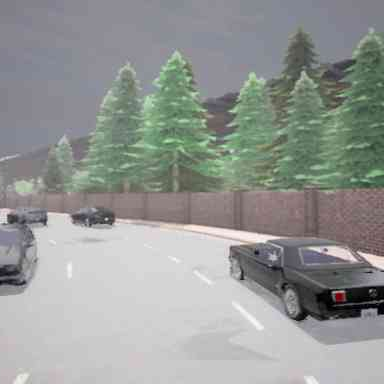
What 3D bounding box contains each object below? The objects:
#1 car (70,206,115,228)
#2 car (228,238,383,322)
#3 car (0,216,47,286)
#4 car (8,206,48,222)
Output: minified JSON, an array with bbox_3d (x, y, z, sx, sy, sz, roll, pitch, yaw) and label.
[{"bbox_3d":[-7.741,1.822,25.637,1.882,1.535,5.008,1,-1,-41],"label":"car"},{"bbox_3d":[2.370,1.689,7.511,1.895,1.301,4.718,0,-1,-12],"label":"car"},{"bbox_3d":[-5.637,1.688,9.786,2.033,1.411,5.357,0,-1,-20],"label":"car"},{"bbox_3d":[-12.945,1.859,26.154,2.128,1.511,4.902,0,-1,-43],"label":"car"}]
